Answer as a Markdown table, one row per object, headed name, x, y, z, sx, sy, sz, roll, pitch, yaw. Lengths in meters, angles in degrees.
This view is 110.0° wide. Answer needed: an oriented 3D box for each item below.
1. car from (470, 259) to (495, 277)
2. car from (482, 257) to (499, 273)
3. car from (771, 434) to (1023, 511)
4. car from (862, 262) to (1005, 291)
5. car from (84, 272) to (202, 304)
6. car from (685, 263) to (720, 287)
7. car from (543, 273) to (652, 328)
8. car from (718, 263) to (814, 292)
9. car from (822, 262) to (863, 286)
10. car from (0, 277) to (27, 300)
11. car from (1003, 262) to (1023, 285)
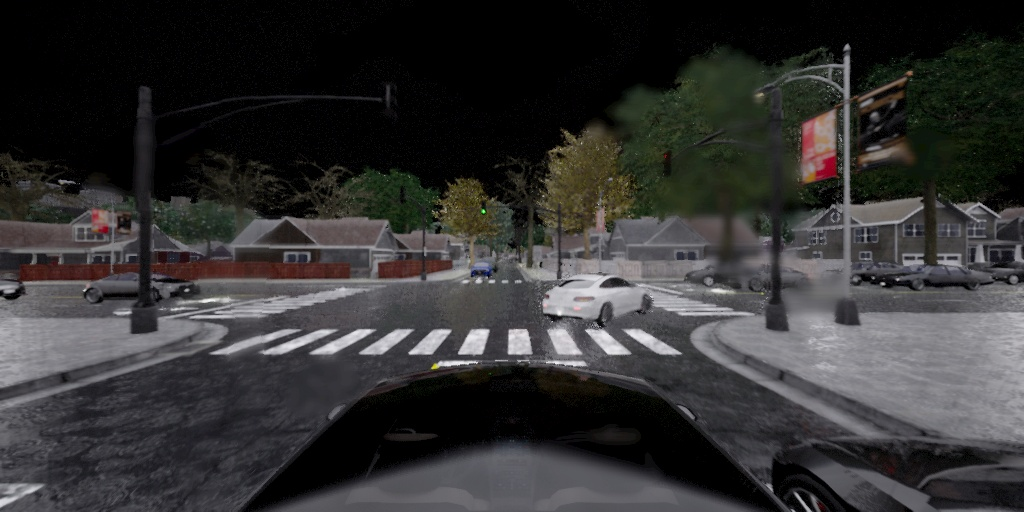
| name | x | y | z | sx | sy | sz | roll | pitch | yaw |
| --- | --- | --- | --- | --- | --- | --- | --- | --- | --- |
| car | -3.066 | 1.317 | 36.438 | 1.882 | 1.535 | 5.008 | 0 | 0 | 0 |
| car | -3.026 | 1.091 | 46.677 | 2.150 | 2.045 | 5.566 | 0 | 0 | 0 |
| car | 2.638 | 1.314 | 0.642 | 1.948 | 1.339 | 4.313 | 0 | 0 | 0 |
| car | 23.726 | 1.186 | 20.352 | 5.357 | 1.411 | 2.033 | 0 | 0 | 1 |
| car | -17.301 | 1.441 | 16.937 | 4.181 | 1.385 | 1.994 | 0 | 0 | 0 |
| car | 13.985 | 1.204 | 23.601 | 4.892 | 1.490 | 1.837 | 0 | 0 | 1 |
| car | 2.839 | 1.279 | 11.577 | 1.812 | 1.442 | 4.674 | -1 | 0 | 41 |
| car | 14.488 | 1.255 | 20.360 | 4.181 | 1.385 | 1.994 | 0 | 0 | 0 |
| car | 23.315 | 1.138 | 23.604 | 4.902 | 1.511 | 2.128 | 0 | 0 | 0 |
| car | -26.184 | 1.424 | 16.946 | 4.902 | 1.511 | 2.128 | 0 | 0 | 0 |
| car | 33.227 | 1.096 | 23.588 | 4.892 | 1.490 | 1.837 | 0 | 0 | 0 |
